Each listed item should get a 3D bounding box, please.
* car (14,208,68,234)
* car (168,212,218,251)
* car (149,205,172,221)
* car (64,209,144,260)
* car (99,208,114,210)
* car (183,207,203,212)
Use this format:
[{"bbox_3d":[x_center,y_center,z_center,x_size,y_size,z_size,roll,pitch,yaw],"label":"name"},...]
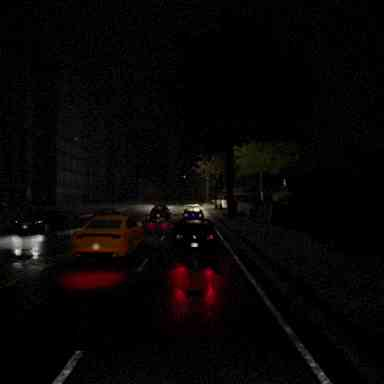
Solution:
[{"bbox_3d":[-9.838,1.833,22.067,2.128,1.511,4.902,0,-1,0],"label":"car"},{"bbox_3d":[0.109,1.837,15.319,1.895,1.301,4.718,0,-1,0],"label":"car"},{"bbox_3d":[-3.132,2.045,33.205,1.812,1.442,4.674,0,-1,0],"label":"car"},{"bbox_3d":[-3.143,1.683,13.369,1.882,1.535,5.008,0,-1,0],"label":"car"},{"bbox_3d":[-6.585,1.964,25.673,1.994,1.385,4.181,0,-1,0],"label":"car"},{"bbox_3d":[0.117,2.087,31.096,1.895,1.301,4.718,0,-1,0],"label":"car"}]
